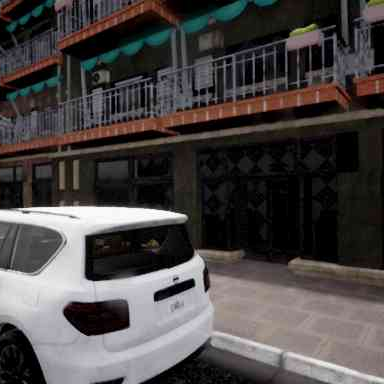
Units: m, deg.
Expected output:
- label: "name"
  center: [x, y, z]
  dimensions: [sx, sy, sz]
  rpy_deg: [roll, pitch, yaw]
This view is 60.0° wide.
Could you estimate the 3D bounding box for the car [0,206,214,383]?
- label: "car"
  center: [-2.335, 1.224, 4.931]
  dimensions: [5.566, 2.045, 2.150]
  rpy_deg: [0, 0, 36]
